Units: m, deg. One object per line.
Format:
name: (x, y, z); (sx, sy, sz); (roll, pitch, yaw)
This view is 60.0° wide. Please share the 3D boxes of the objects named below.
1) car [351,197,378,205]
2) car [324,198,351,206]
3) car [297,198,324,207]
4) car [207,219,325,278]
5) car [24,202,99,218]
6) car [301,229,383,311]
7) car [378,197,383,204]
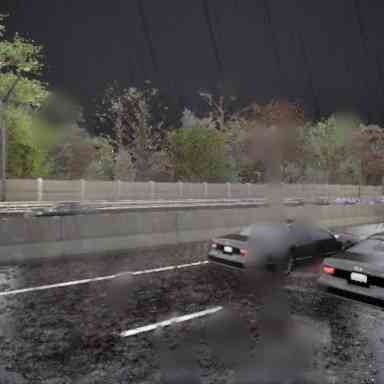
car: (22.319, 1.367, 41.391); (4.553, 1.767, 2.097); (0, 0, -35)
car: (20.056, 1.542, 44.076); (4.674, 1.442, 1.812); (0, 0, -35)
car: (16.942, 1.562, 46.155); (5.357, 1.411, 2.033); (0, 0, -35)
car: (2.988, 1.546, 10.179); (5.357, 1.411, 2.033); (0, 0, -36)
car: (-9.063, 1.504, 23.322); (4.892, 1.490, 1.837); (0, 0, -35)
car: (4.968, 1.546, 7.291); (5.357, 1.411, 2.033); (0, 0, -36)
car: (23.790, 1.493, 38.146); (5.008, 1.535, 1.882); (0, 0, -35)
